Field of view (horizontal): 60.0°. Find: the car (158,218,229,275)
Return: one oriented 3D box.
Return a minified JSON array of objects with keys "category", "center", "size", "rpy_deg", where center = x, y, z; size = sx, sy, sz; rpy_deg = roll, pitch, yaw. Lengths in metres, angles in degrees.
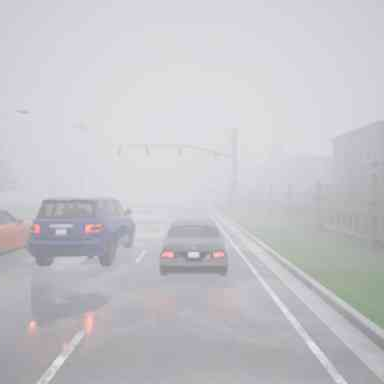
[{"category":"car","center":[0.057,1.513,10.288],"size":[2.033,1.411,5.357],"rpy_deg":[0,0,0]}]

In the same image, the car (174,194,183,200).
[{"category":"car","center":[-3.500,1.203,83.904],"size":[1.882,1.535,5.008],"rpy_deg":[0,0,0]}]

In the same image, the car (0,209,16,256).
[{"category":"car","center":[-6.936,1.316,11.088],"size":[2.097,1.767,4.553],"rpy_deg":[0,0,0]}]

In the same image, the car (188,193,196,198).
[{"category":"car","center":[0.000,1.086,94.324],"size":[1.994,1.385,4.181],"rpy_deg":[0,0,0]}]

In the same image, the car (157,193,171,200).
[{"category":"car","center":[-7.000,1.320,84.351],"size":[1.895,1.301,4.718],"rpy_deg":[0,0,0]}]

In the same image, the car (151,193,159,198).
[{"category":"car","center":[-10.500,1.011,94.323],"size":[1.882,1.535,5.008],"rpy_deg":[0,0,0]}]

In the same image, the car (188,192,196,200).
[{"category":"car","center":[0.000,0.951,83.933],"size":[2.150,2.045,5.566],"rpy_deg":[0,0,0]}]

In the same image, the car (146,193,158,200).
[{"category":"car","center":[-10.500,1.249,84.321],"size":[1.812,1.442,4.674],"rpy_deg":[0,0,0]}]

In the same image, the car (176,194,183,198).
[{"category":"car","center":[-3.500,1.128,94.354],"size":[1.895,1.301,4.718],"rpy_deg":[0,0,0]}]

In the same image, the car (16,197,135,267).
[{"category":"car","center":[-3.434,1.178,11.456],"size":[2.150,2.045,5.566],"rpy_deg":[0,-1,0]}]

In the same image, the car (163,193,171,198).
[{"category":"car","center":[-7.000,1.086,94.324],"size":[1.994,1.385,4.181],"rpy_deg":[0,0,0]}]
